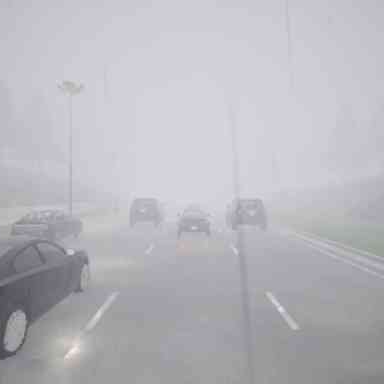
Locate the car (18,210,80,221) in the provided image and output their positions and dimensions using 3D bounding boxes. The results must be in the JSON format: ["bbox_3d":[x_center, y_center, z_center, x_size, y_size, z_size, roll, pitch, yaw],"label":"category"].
[{"bbox_3d":[-6.898,1.645,16.328,2.128,1.511,4.902,0,-1,0],"label":"car"}]

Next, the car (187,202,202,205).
[{"bbox_3d":[0.296,1.913,41.388,1.812,1.442,4.674,0,-1,2],"label":"car"}]

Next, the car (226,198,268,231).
[{"bbox_3d":[3.603,1.434,22.637,2.150,2.045,5.566,0,-1,0],"label":"car"}]

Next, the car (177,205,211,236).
[{"bbox_3d":[0.092,1.709,19.507,1.812,1.442,4.674,0,-1,0],"label":"car"}]

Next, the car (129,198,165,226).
[{"bbox_3d":[-3.396,1.462,25.687,2.150,2.045,5.566,0,-1,0],"label":"car"}]

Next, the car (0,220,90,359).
[{"bbox_3d":[-3.397,1.536,6.089,1.882,1.535,5.008,0,-1,0],"label":"car"}]
